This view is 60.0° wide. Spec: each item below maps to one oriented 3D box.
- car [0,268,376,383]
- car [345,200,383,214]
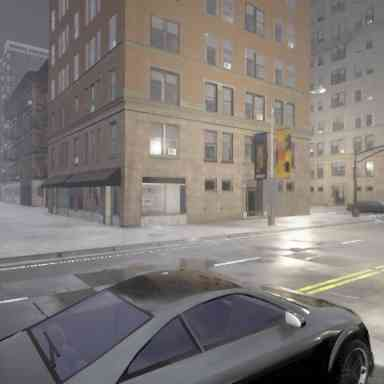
[{"bbox_3d":[0.122,1.564,3.546,4.181,1.385,1.994,0,0,-36],"label":"car"},{"bbox_3d":[18.029,1.543,32.711,2.033,1.411,5.357,0,0,-36],"label":"car"}]
